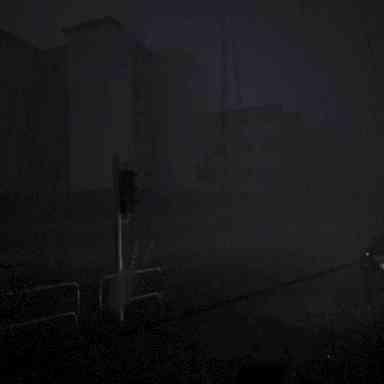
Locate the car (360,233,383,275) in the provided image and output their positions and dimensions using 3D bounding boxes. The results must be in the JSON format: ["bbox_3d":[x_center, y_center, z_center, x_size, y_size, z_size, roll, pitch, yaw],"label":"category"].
[{"bbox_3d":[7.099,1.750,10.531,4.902,1.511,2.128,0,-3,-40],"label":"car"}]
